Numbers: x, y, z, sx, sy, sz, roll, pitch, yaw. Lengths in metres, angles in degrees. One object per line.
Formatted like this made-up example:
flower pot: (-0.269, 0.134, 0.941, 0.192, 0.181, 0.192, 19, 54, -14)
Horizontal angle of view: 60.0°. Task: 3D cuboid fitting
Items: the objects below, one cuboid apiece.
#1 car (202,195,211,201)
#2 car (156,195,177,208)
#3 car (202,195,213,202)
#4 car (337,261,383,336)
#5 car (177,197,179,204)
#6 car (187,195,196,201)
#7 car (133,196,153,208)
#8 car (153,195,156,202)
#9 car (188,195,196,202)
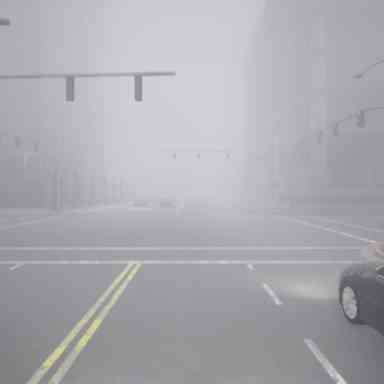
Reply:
car: (3.486, 1.400, 80.507, 1.812, 1.442, 4.674, 0, 0, 0)
car: (-3.587, 1.414, 47.316, 1.882, 1.535, 5.008, 0, 0, 0)
car: (3.487, 1.427, 71.432, 2.128, 1.511, 4.902, 0, 0, 0)
car: (3.573, 1.499, 4.199, 1.837, 1.490, 4.892, 0, 0, 0)
car: (-3.532, 1.463, 63.228, 2.033, 1.411, 5.357, 0, 0, 1)
car: (-0.014, 1.401, 80.507, 2.128, 1.511, 4.902, 0, 0, 0)
car: (-7.086, 1.500, 47.216, 1.994, 1.385, 4.181, 0, 0, 0)
car: (-7.038, 1.419, 63.265, 1.837, 1.490, 4.892, 0, 0, 1)
car: (-0.013, 1.427, 71.120, 2.128, 1.511, 4.902, 0, 0, 0)
